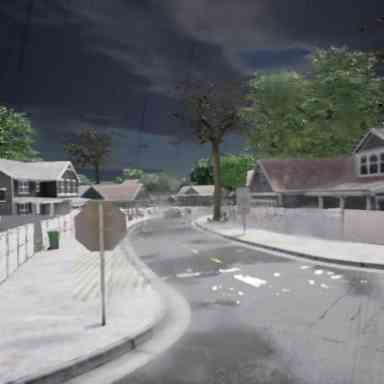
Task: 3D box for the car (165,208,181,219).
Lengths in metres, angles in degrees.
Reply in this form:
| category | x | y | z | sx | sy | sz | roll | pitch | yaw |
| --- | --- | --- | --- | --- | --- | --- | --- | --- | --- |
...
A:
| category | x | y | z | sx | sy | sz | roll | pitch | yaw |
| --- | --- | --- | --- | --- | --- | --- | --- | --- | --- |
| car | -2.907 | 3.300 | 51.552 | 1.837 | 1.490 | 4.892 | -2 | -2 | 10 |
